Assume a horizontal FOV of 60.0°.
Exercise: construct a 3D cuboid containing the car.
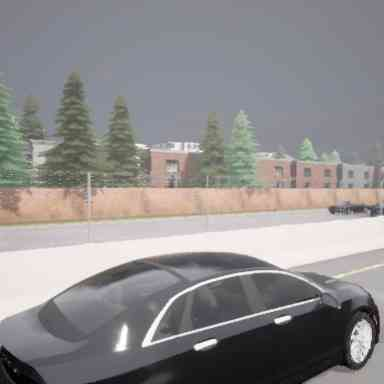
[{"bbox_3d":[0.390,1.500,4.053,4.892,1.490,1.837,-1,0,-35],"label":"car"}]
